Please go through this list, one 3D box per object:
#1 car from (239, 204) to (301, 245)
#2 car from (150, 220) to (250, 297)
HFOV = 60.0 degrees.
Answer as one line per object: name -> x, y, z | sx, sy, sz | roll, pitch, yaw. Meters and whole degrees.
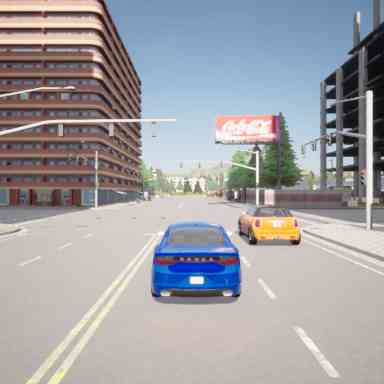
car -> 3.472, 1.352, 15.708 | 2.097, 1.767, 4.553 | 0, 0, 0
car -> 0.084, 1.478, 8.619 | 1.882, 1.535, 5.008 | 0, 0, 0
